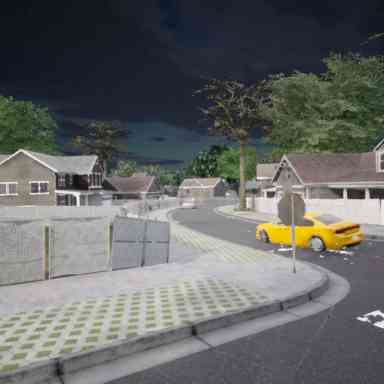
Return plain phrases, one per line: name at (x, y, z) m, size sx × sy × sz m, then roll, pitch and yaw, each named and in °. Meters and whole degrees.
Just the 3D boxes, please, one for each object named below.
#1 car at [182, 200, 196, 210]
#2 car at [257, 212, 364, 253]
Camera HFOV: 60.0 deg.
car at (-0.444, 2.079, 54.655) m, size 1.812 × 1.442 × 4.674 m, roll -2°, pitch -1°, yaw 7°
car at (4.982, 1.661, 14.830) m, size 1.882 × 1.535 × 5.008 m, roll -7°, pitch 2°, yaw -30°
